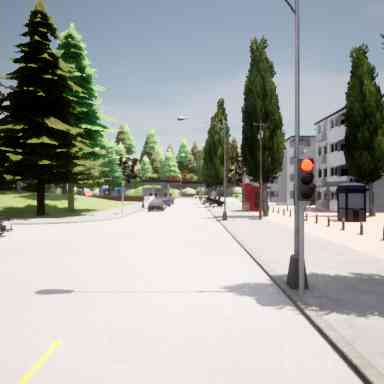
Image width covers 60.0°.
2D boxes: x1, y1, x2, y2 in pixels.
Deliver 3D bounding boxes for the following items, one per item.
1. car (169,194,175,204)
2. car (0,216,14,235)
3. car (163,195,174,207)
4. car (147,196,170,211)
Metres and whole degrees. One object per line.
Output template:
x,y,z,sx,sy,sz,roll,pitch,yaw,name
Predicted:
-4.146,1.503,60.053,1.837,1.490,4.892,0,0,0,car
-11.524,1.491,16.582,4.902,1.511,2.128,0,0,2,car
-4.174,1.563,50.061,1.994,1.385,4.181,0,0,0,car
-4.171,1.546,40.123,2.033,1.411,5.357,0,0,0,car
